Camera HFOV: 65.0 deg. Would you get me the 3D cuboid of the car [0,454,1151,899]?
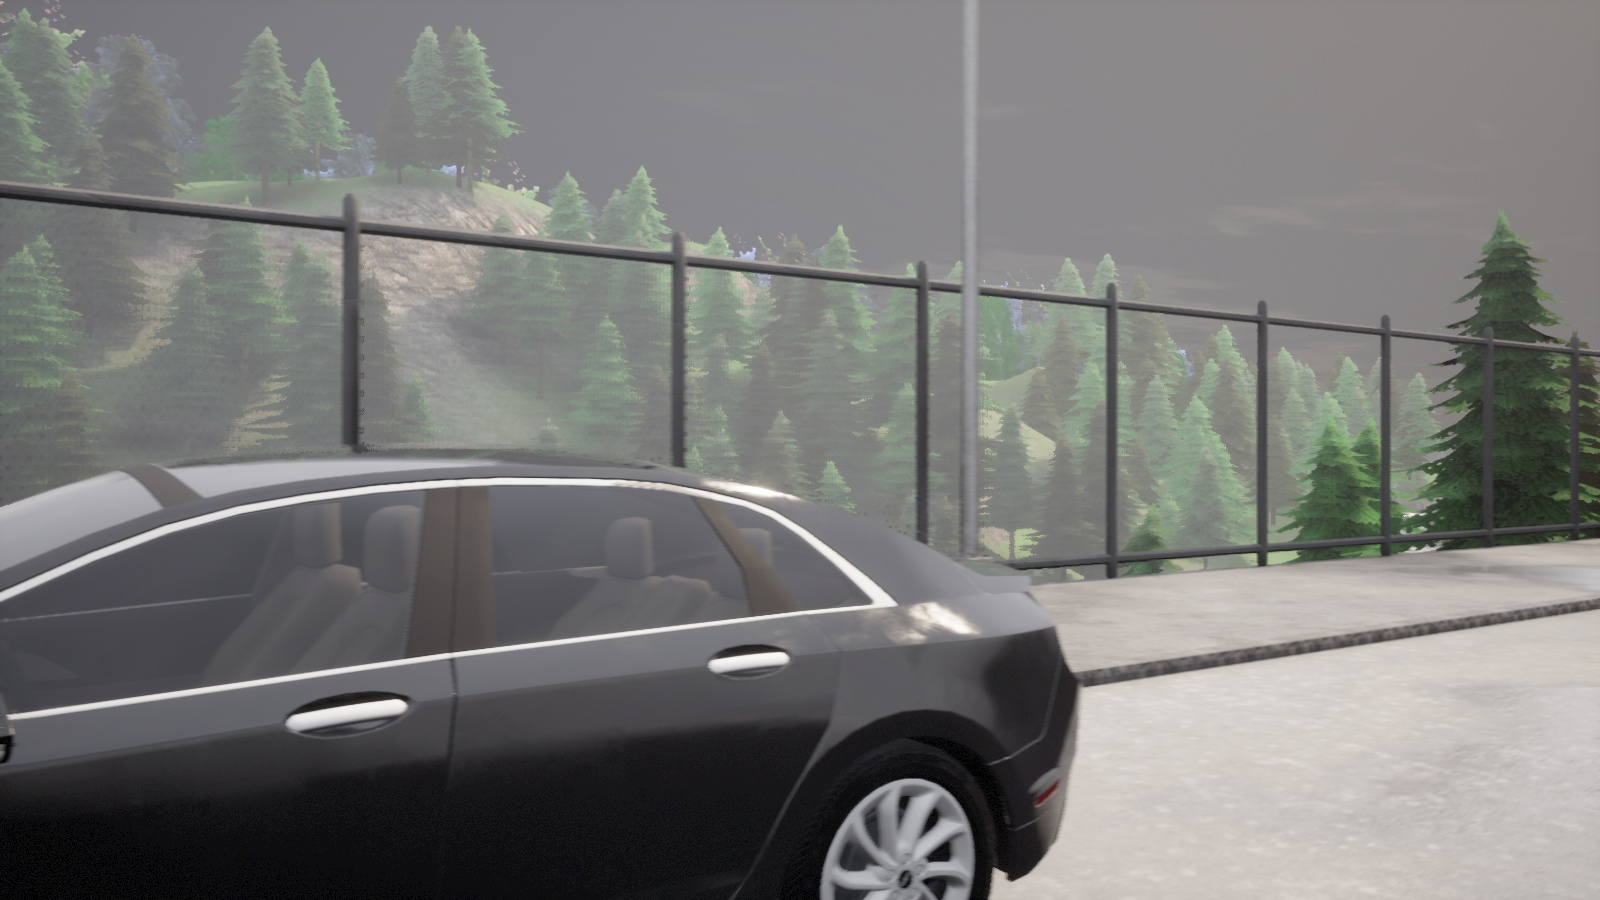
[{"bbox_3d":[-1.443,0.761,3.262,4.892,1.490,1.837,0,0,-35],"label":"car"}]
